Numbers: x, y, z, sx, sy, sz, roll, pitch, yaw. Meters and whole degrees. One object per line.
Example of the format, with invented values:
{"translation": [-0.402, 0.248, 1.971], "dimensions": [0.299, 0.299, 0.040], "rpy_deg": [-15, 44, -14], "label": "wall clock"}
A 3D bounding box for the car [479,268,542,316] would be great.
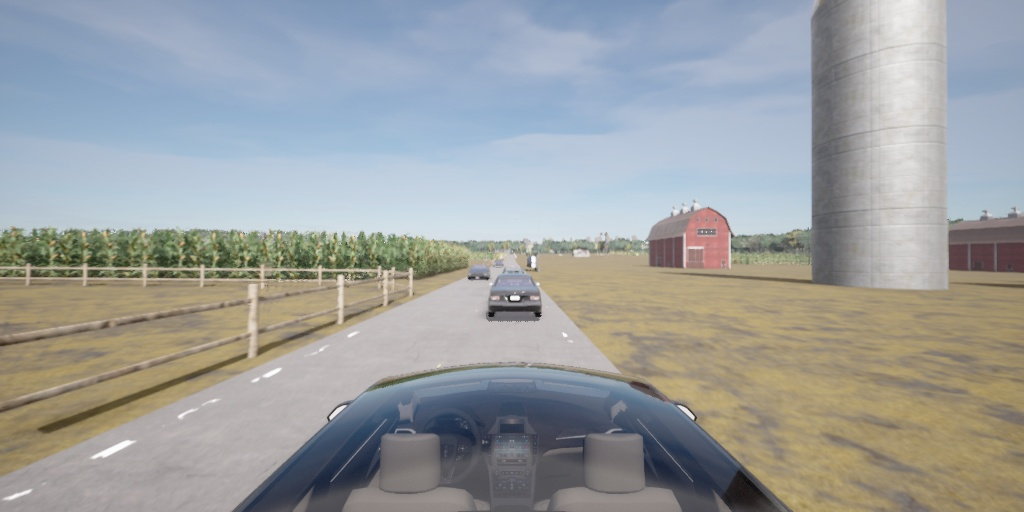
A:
{"translation": [0.095, 1.350, 13.533], "dimensions": [2.033, 1.411, 5.357], "rpy_deg": [0, 0, 0], "label": "car"}

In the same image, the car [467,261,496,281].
{"translation": [-2.851, 1.439, 32.229], "dimensions": [2.033, 1.411, 5.357], "rpy_deg": [0, 0, 0], "label": "car"}

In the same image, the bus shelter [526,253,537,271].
{"translation": [3.123, 0.874, 54.319], "dimensions": [1.920, 2.740, 3.880], "rpy_deg": [0, 0, 0], "label": "bus shelter"}

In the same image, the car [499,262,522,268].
{"translation": [0.096, 1.491, 31.951], "dimensions": [1.895, 1.301, 4.718], "rpy_deg": [0, 0, 0], "label": "car"}
